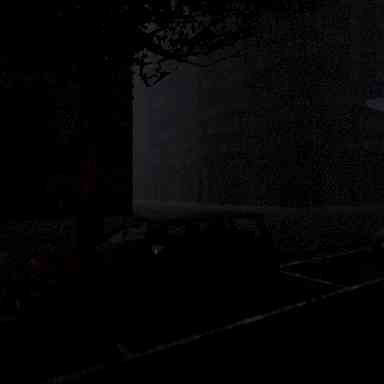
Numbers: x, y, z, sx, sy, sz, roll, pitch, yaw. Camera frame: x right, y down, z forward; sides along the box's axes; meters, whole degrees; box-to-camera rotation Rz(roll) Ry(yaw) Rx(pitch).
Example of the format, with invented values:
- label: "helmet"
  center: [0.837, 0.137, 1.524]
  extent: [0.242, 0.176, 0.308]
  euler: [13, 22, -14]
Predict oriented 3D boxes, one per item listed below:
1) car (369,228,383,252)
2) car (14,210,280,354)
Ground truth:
- label: "car"
  center: [8.618, 1.523, 12.797]
  extent: [4.829, 1.417, 1.752]
  euler: [0, 0, -35]
- label: "car"
  center: [-0.488, 1.312, 6.302]
  extent: [5.009, 1.841, 2.192]
  euler: [0, 0, -35]
